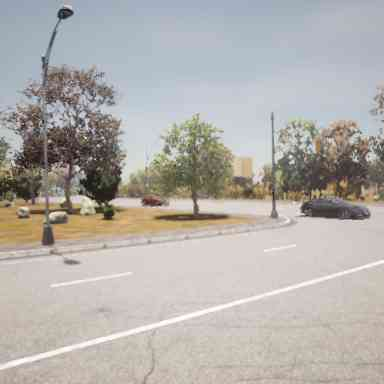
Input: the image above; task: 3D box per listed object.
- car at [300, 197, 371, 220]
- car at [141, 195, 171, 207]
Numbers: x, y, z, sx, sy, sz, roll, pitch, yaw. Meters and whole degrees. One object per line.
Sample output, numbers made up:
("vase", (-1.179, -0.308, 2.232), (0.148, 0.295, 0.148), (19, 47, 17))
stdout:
("car", (10.172, 1.180, 23.869), (1.837, 1.490, 4.892), (-2, 2, -35))
("car", (-4.742, 1.116, 43.249), (1.882, 1.535, 5.008), (-2, 1, -39))
